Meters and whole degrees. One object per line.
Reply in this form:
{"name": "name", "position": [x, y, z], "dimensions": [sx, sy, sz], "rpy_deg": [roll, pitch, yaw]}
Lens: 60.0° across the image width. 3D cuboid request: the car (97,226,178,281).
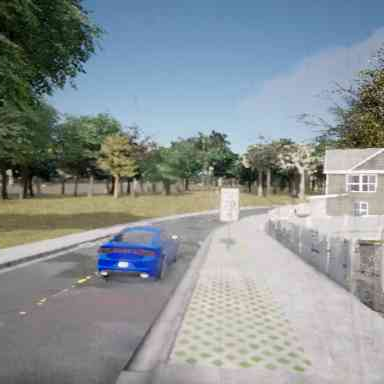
{"name": "car", "position": [-1.647, 1.942, 11.625], "dimensions": [1.882, 1.535, 5.008], "rpy_deg": [1, -2, 6]}
